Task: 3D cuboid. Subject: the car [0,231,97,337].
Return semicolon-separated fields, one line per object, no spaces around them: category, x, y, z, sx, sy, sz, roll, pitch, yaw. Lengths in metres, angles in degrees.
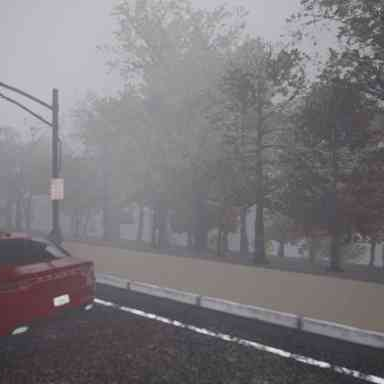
car;-4.021;1.523;6.556;5.008;1.535;1.882;0;0;36
